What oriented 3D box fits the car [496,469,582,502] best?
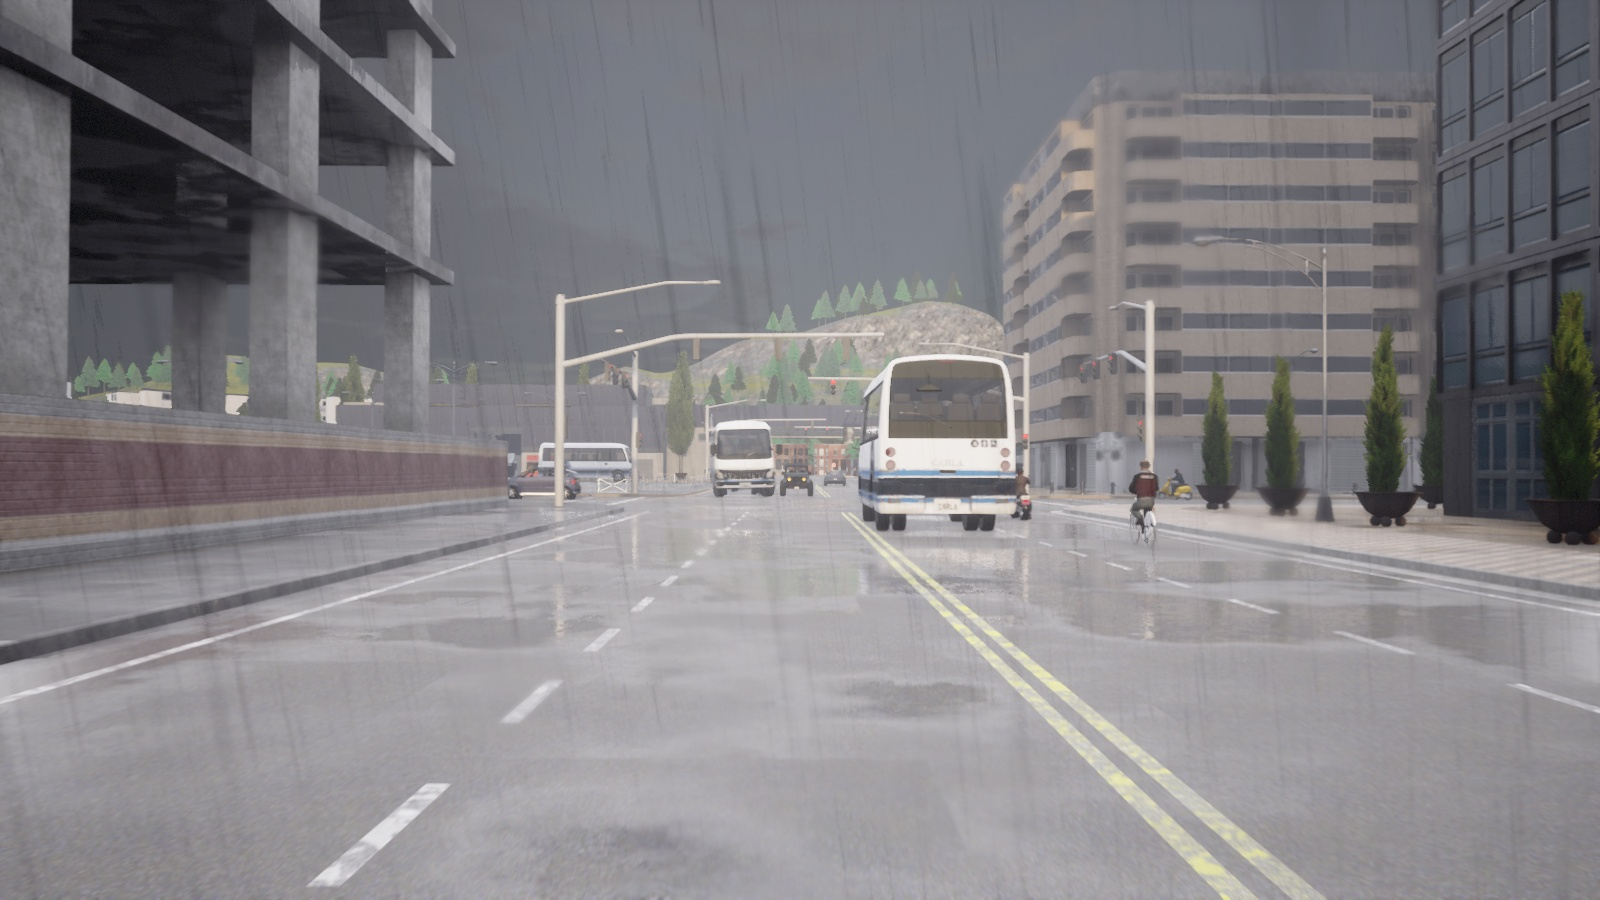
[{"bbox_3d":[-12.284,1.672,59.271,3.705,1.549,1.789,0,-1,0],"label":"car"}]

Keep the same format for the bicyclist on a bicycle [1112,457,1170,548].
[{"bbox_3d":[6.937,1.038,25.614,0.659,1.776,1.843,0,-1,0],"label":"bicyclist on a bicycle"}]

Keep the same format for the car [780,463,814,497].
[{"bbox_3d":[-0.175,1.688,72.112,1.905,1.878,3.866,0,-1,0],"label":"car"}]

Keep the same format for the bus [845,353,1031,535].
[{"bbox_3d":[3.411,-0.060,34.592,3.944,4.253,10.273,0,-1,0],"label":"bus"}]

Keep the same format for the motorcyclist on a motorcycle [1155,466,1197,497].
[{"bbox_3d":[18.938,1.582,63.276,1.817,1.590,0.866,0,-1,-1],"label":"motorcyclist on a motorcycle"}]

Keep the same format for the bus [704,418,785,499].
[{"bbox_3d":[-3.345,0.527,72.075,3.944,4.253,10.273,-2,-1,-6],"label":"bus"}]

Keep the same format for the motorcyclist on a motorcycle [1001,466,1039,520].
[{"bbox_3d":[6.904,1.327,39.559,0.766,1.649,2.350,0,-1,0],"label":"motorcyclist on a motorcycle"}]
